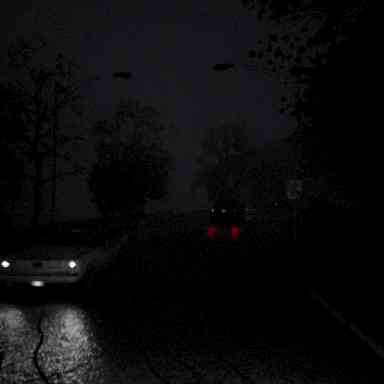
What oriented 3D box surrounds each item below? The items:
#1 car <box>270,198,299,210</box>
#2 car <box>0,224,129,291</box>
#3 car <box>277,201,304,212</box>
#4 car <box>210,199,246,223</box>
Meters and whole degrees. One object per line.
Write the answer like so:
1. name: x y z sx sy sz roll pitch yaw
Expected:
1. car: 11.166 1.487 40.839 1.994 1.385 4.181 -3 -4 38
2. car: -3.156 1.618 9.176 1.895 1.301 4.718 0 0 2
3. car: 14.638 2.126 49.386 4.181 1.385 1.994 6 -7 -40
4. car: 2.771 1.327 25.041 2.097 1.767 4.553 -1 0 16
